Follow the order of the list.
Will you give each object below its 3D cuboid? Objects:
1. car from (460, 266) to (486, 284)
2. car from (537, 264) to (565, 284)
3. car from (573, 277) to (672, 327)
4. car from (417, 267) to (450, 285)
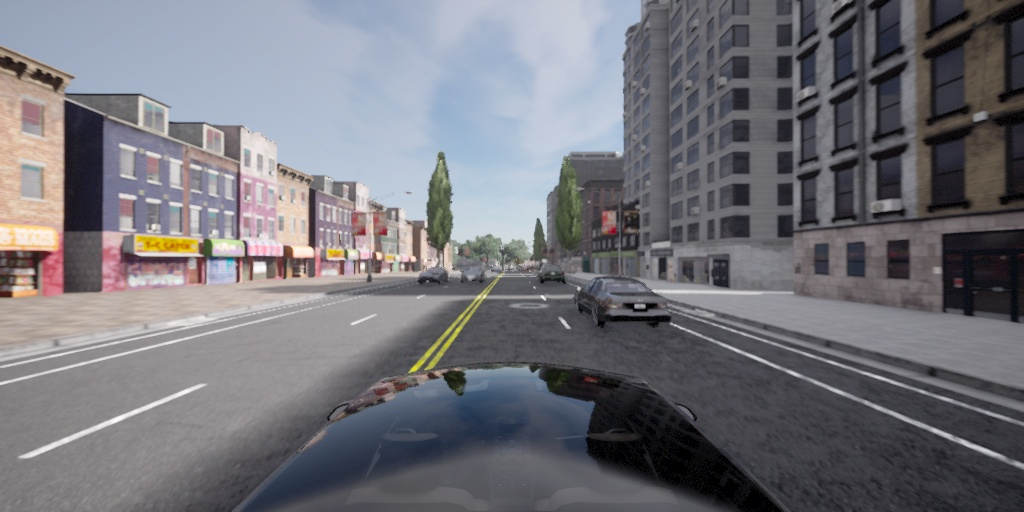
[{"bbox_3d":[-3.338,1.628,31.312,2.128,1.511,4.902,0,-1,0],"label":"car"},{"bbox_3d":[3.356,1.492,31.513,2.097,1.767,4.553,0,-1,0],"label":"car"},{"bbox_3d":[3.349,1.390,11.876,2.033,1.411,5.357,0,-1,0],"label":"car"},{"bbox_3d":[-6.592,1.672,30.695,2.033,1.411,5.357,0,-1,0],"label":"car"}]
